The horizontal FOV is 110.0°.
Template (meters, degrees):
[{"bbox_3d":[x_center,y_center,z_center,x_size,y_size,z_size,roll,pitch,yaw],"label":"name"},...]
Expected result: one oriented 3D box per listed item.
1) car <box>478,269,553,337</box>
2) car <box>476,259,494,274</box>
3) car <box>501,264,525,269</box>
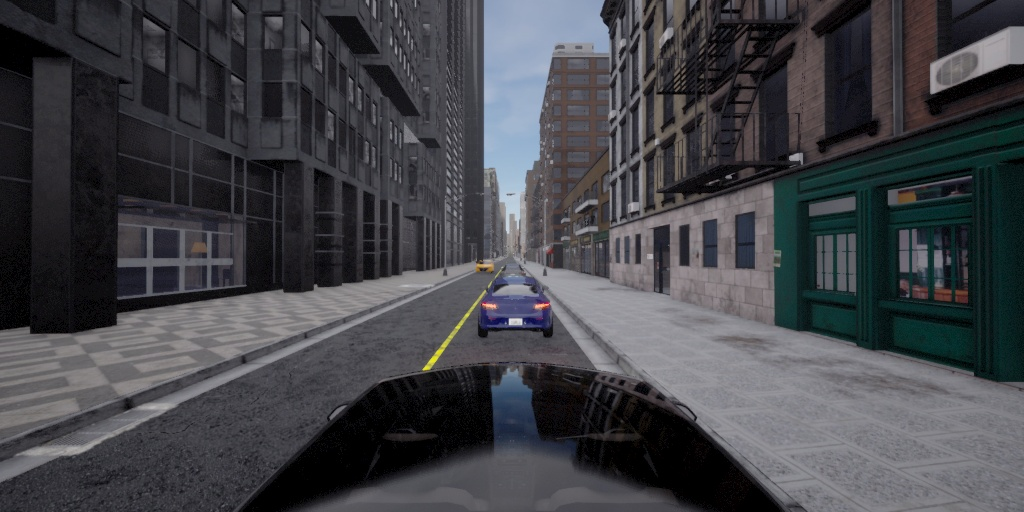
[{"bbox_3d":[0.088,1.277,10.159,1.812,1.442,4.674,0,0,0],"label":"car"},{"bbox_3d":[-3.132,1.230,41.933,1.882,1.535,5.008,0,0,0],"label":"car"},{"bbox_3d":[0.062,1.317,28.207,1.994,1.385,4.181,0,0,0],"label":"car"}]
